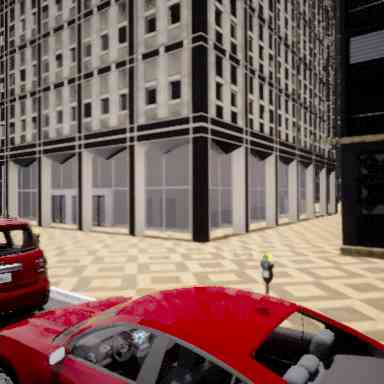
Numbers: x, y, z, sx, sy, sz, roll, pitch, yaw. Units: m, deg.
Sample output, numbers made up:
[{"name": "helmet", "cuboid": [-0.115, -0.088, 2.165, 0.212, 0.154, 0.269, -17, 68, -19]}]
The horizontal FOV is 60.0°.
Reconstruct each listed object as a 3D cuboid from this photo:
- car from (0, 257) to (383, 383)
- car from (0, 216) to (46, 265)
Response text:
[{"name": "car", "cuboid": [-0.081, 1.556, 2.933, 4.507, 1.381, 1.887, 0, 0, 36]}, {"name": "car", "cuboid": [-4.717, 1.366, 6.247, 5.009, 1.841, 2.192, 0, 0, 36]}]
